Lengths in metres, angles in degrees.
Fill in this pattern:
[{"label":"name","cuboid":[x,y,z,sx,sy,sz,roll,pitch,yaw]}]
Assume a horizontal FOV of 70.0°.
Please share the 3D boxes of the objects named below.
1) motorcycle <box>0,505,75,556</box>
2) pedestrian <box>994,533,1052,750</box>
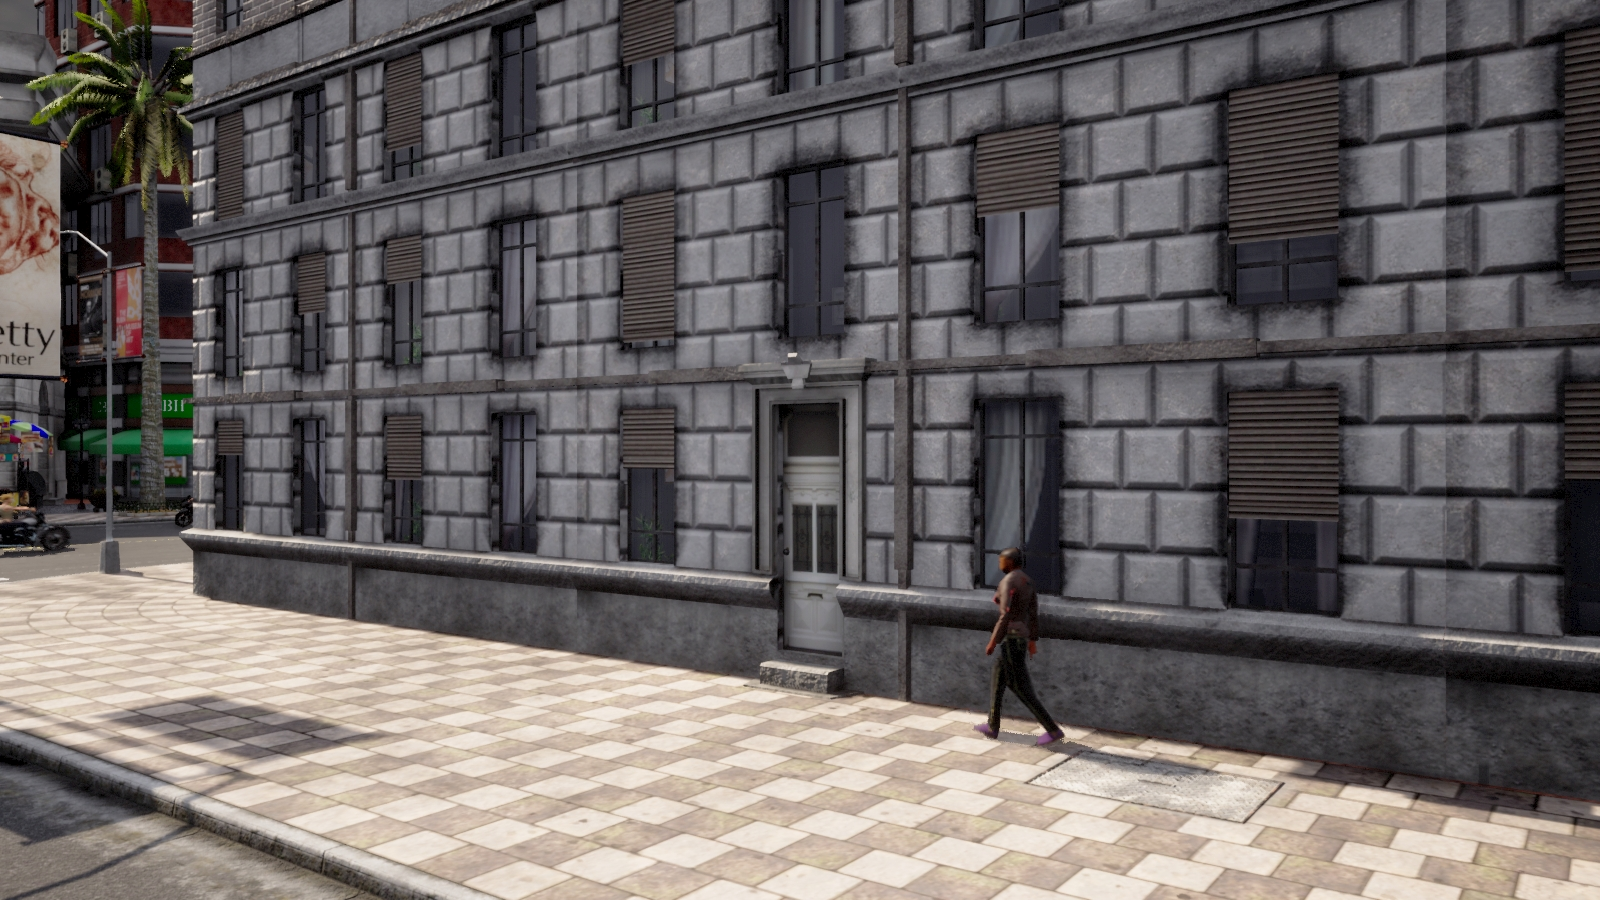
[{"label":"motorcycle","cuboid":[-21.072,2.170,30.912,0.764,1.277,2.356,0,0,36]},{"label":"pedestrian","cuboid":[1.999,1.696,10.256,0.375,1.860,0.375,0,0,41]}]
